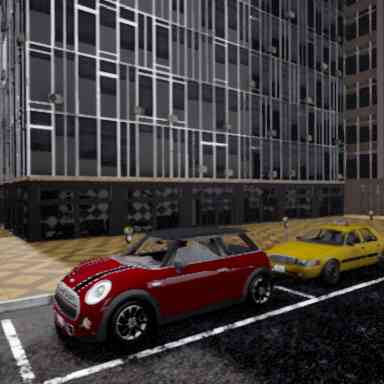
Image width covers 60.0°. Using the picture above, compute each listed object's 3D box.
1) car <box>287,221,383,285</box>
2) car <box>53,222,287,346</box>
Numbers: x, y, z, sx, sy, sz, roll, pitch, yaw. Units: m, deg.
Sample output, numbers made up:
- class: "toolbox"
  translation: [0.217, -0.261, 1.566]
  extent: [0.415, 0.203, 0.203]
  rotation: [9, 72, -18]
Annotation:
- class: "car"
  translation: [4.096, 1.535, 9.486]
  extent: [4.829, 1.417, 1.752]
  rotation: [0, -1, -35]
- class: "car"
  translation: [-0.395, 1.444, 6.287]
  extent: [4.097, 1.590, 1.967]
  rotation: [0, -1, -35]
